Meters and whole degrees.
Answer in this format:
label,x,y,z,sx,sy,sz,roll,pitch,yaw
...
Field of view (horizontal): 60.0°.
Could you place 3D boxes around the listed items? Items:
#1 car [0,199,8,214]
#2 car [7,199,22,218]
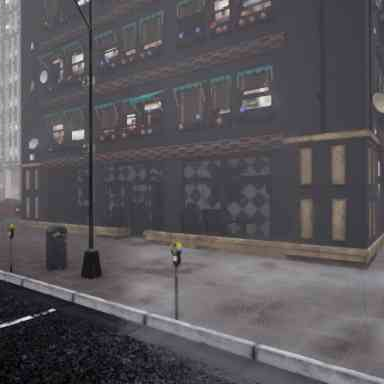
label,x,y,z,sx,sy,sz,roll,pitch,yaw
car,-16.180,1.304,29.050,1.994,1.385,4.181,0,1,35
car,-11.417,1.279,25.737,1.947,1.339,4.313,1,1,35
